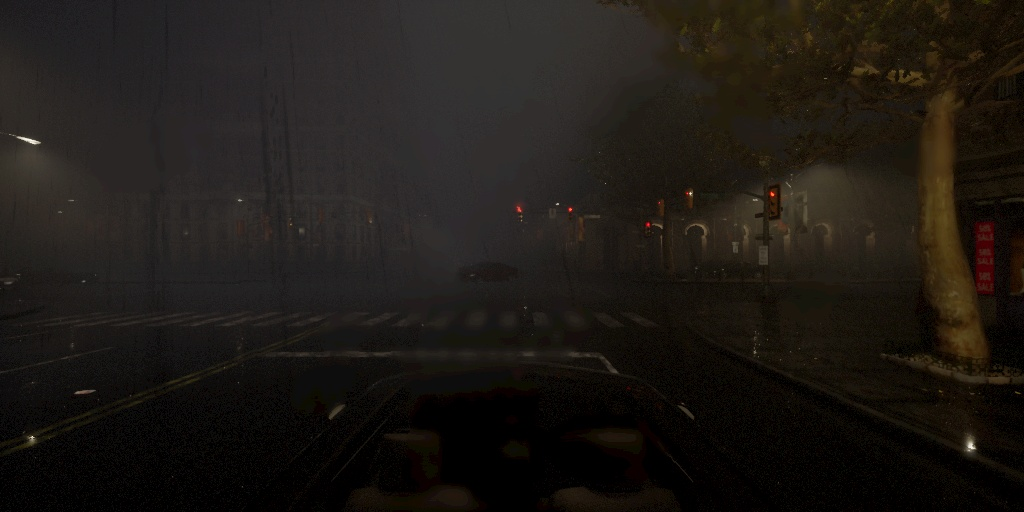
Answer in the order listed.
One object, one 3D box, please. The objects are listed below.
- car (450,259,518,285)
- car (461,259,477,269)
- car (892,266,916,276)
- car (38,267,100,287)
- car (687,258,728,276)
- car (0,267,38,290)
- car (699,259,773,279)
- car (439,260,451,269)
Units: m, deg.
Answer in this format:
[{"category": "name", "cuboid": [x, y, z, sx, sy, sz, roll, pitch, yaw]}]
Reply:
[{"category": "car", "cuboid": [-1.723, 1.228, 26.145, 1.882, 1.535, 5.008, -1, -1, 44]}, {"category": "car", "cuboid": [-6.869, 1.228, 57.776, 1.882, 1.535, 5.008, 0, 0, 1]}, {"category": "car", "cuboid": [39.869, 1.351, 34.572, 4.718, 1.301, 1.895, 0, 0, 1]}, {"category": "car", "cuboid": [-30.273, 1.351, 23.532, 4.718, 1.301, 1.895, 0, 0, 1]}, {"category": "car", "cuboid": [19.466, 1.105, 34.771, 4.553, 1.767, 2.097, 0, 0, 0]}, {"category": "car", "cuboid": [-30.496, 1.242, 20.035, 4.902, 1.511, 2.128, 0, 0, 1]}, {"category": "car", "cuboid": [19.437, 1.252, 31.269, 4.892, 1.490, 1.837, -1, 0, 1]}, {"category": "car", "cuboid": [-10.376, 1.314, 57.312, 1.994, 1.385, 4.181, 0, 0, 1]}]
